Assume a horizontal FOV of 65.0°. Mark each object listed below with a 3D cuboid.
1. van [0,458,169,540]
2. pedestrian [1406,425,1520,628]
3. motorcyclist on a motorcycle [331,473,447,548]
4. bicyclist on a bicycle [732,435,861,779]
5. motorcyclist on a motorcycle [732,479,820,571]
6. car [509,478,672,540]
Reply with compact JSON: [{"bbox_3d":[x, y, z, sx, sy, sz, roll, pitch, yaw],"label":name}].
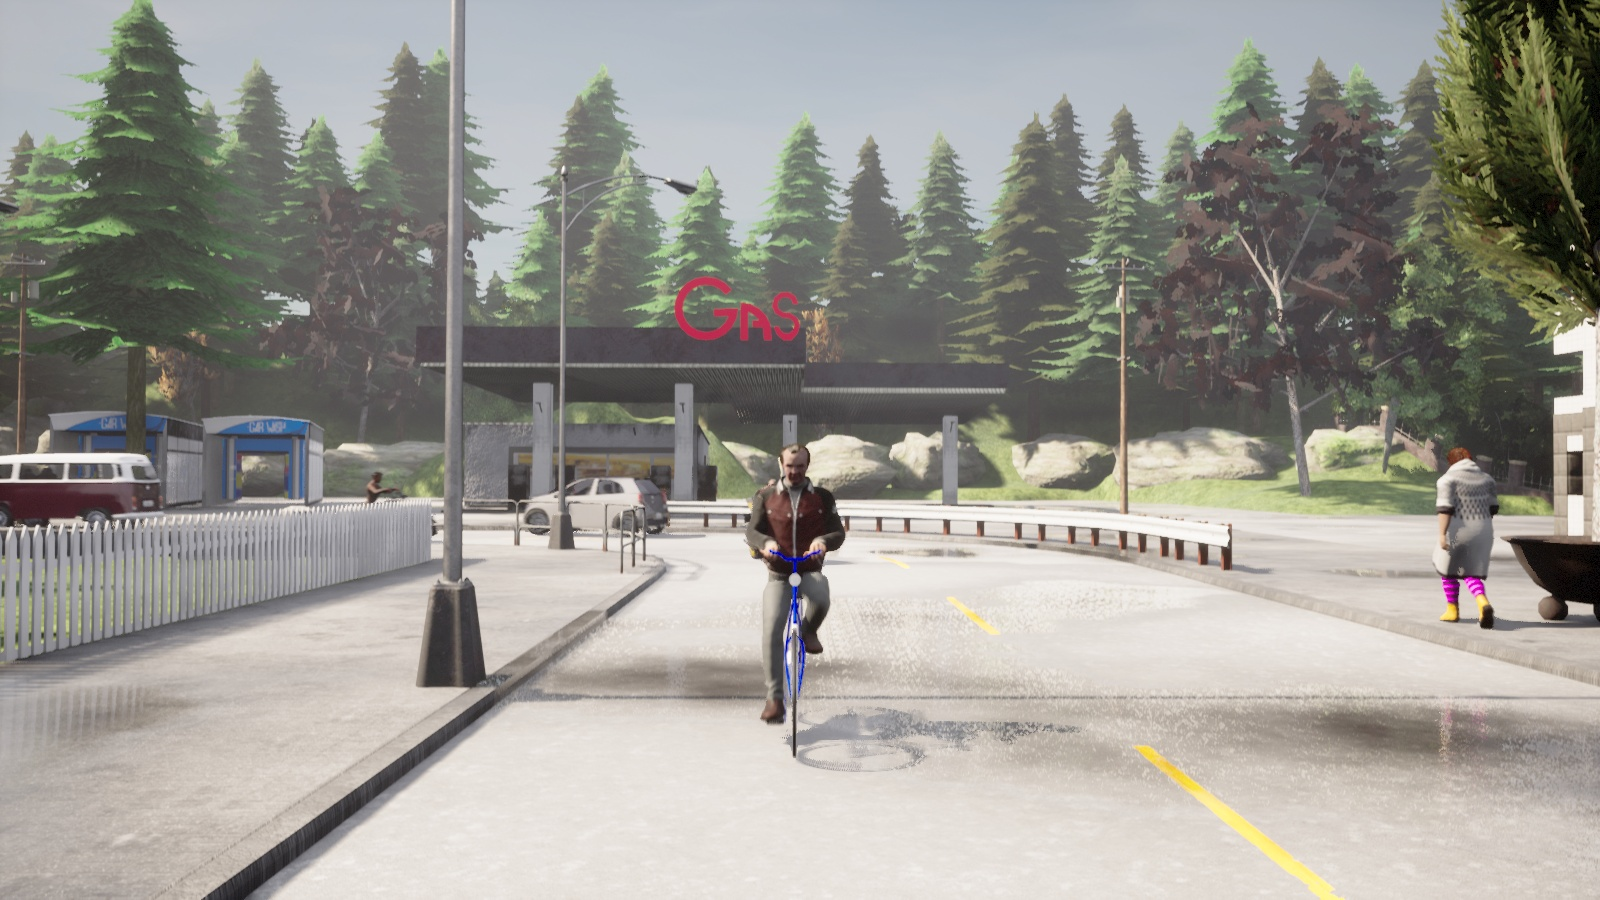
[{"bbox_3d":[-19.013,1.241,32.342,4.480,2.038,2.069,0,-1,0],"label":"van"},{"bbox_3d":[6.601,0.743,12.539,0.659,1.952,0.873,0,-1,1],"label":"pedestrian"},{"bbox_3d":[-9.259,1.352,28.354,2.350,1.649,0.766,0,-1,1],"label":"motorcyclist on a motorcycle"},{"bbox_3d":[-0.024,0.833,7.432,0.659,1.776,1.843,0,-1,0],"label":"bicyclist on a bicycle"},{"bbox_3d":[-0.457,1.287,22.355,0.866,1.530,2.191,-1,-1,-20],"label":"motorcyclist on a motorcycle"},{"bbox_3d":[-5.288,1.468,31.825,3.633,1.501,1.845,-1,-1,19],"label":"car"}]
